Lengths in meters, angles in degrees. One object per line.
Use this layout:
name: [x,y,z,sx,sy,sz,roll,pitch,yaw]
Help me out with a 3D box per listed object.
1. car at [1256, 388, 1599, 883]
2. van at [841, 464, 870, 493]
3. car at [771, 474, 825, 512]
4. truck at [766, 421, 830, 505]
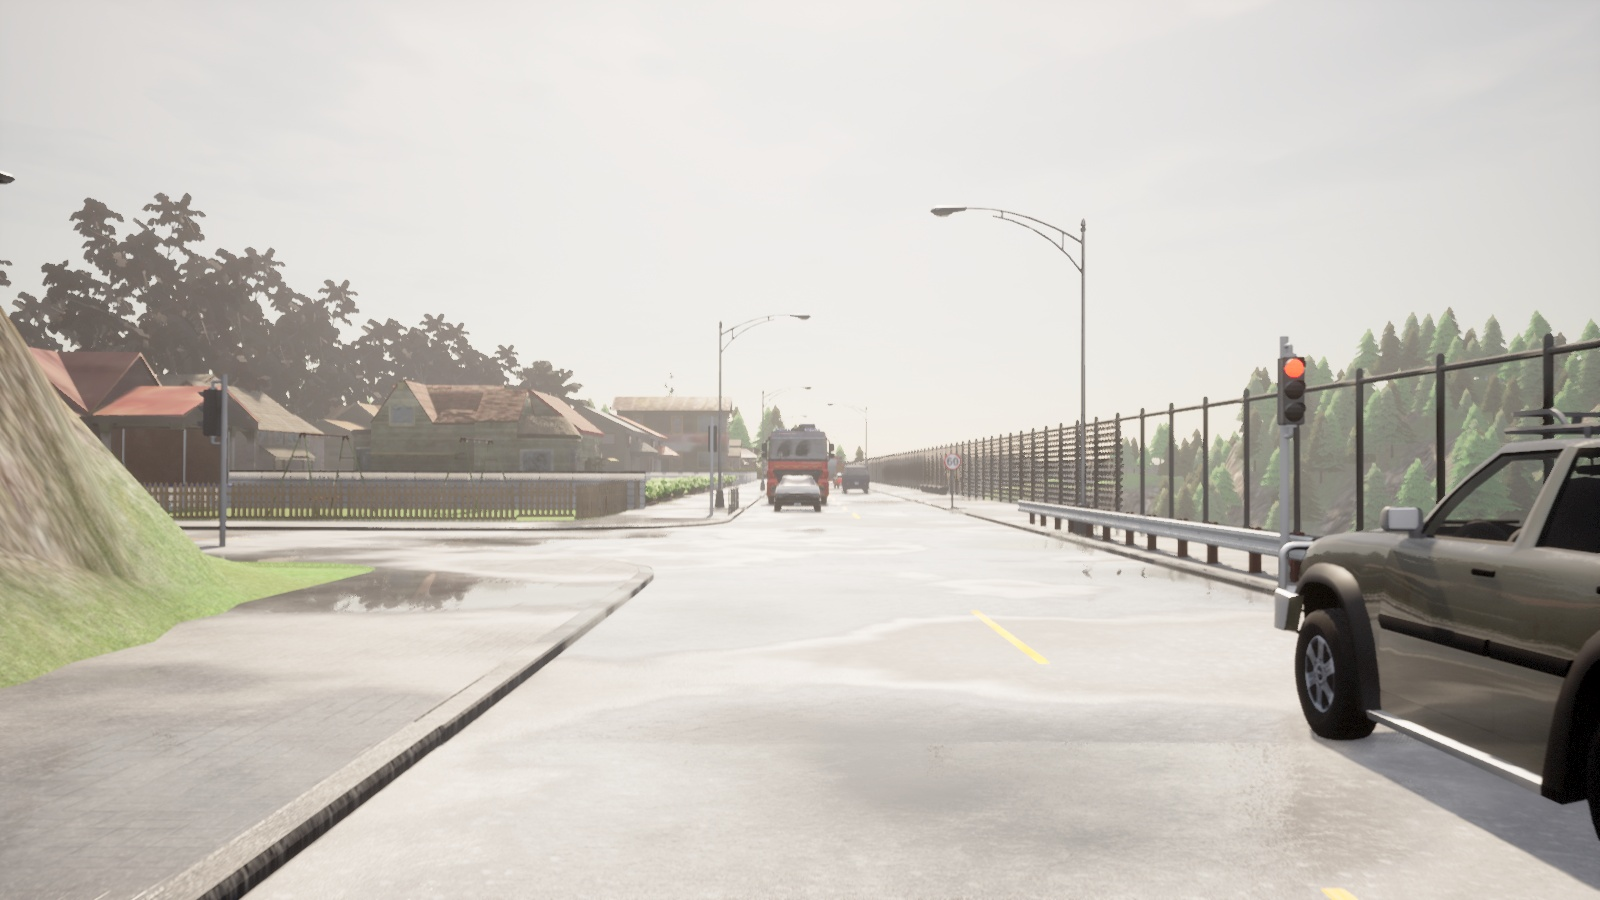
car: [3.957,0.712,5.894,1.932,1.855,4.605,0,-1,0]
van: [3.847,1.984,87.396,1.775,1.987,4.442,0,-1,0]
car: [-0.082,1.679,49.868,2.033,1.411,5.357,0,-1,0]
truck: [-0.108,0.660,61.597,2.891,3.827,8.468,0,-1,0]
